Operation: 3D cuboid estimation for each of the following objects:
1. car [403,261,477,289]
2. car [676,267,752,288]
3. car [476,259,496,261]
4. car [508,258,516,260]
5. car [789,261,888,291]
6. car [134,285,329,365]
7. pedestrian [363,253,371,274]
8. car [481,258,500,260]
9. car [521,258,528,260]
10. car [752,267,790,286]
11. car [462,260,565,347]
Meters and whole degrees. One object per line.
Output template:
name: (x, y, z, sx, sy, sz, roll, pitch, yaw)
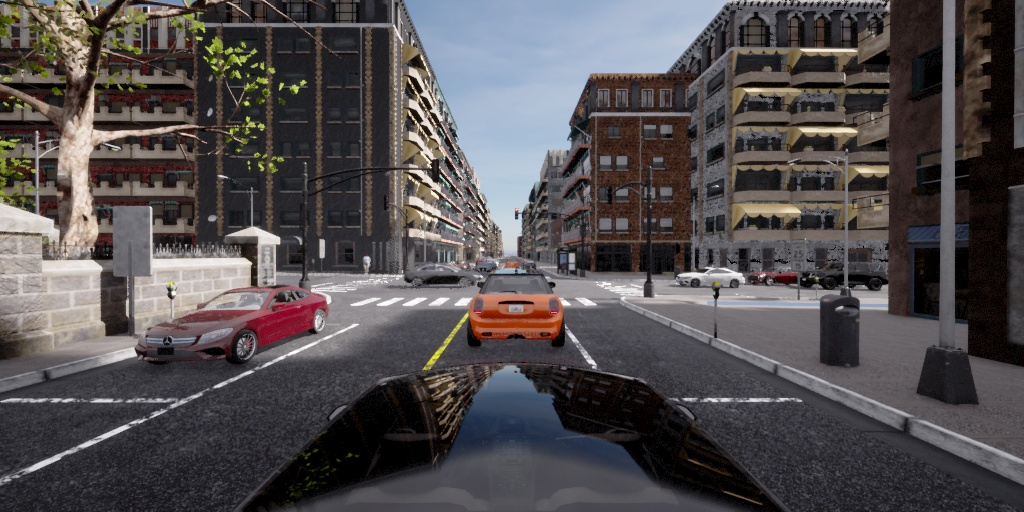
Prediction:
car: (-4.373, 1.246, 22.776, 4.902, 1.511, 2.128, 0, 0, -1)
car: (14.474, 1.549, 26.234, 4.674, 1.442, 1.812, 1, 0, -2)
car: (-3.160, 1.312, 41.004, 1.994, 1.385, 4.181, 0, 0, 0)
car: (0.005, 1.100, 56.031, 2.097, 1.767, 4.553, 0, 0, 0)
car: (24.216, 1.417, 26.364, 5.566, 2.045, 2.150, 1, 0, -1)
car: (-5.700, 1.331, 7.995, 1.802, 1.307, 4.207, 0, 0, 0)
pedestrian: (-12.764, 0.651, 31.386, 0.375, 1.860, 0.375, 0, -1, -1)
car: (-3.171, 1.312, 49.978, 1.994, 1.385, 4.181, 0, 0, 0)
car: (2.605, 1.298, 51.692, 2.007, 1.370, 4.403, 0, 0, 0)
car: (21.334, 1.570, 28.889, 4.097, 1.591, 1.967, 0, 0, -1)
car: (0.113, 1.101, 9.507, 2.097, 1.767, 4.553, 0, 0, 1)
